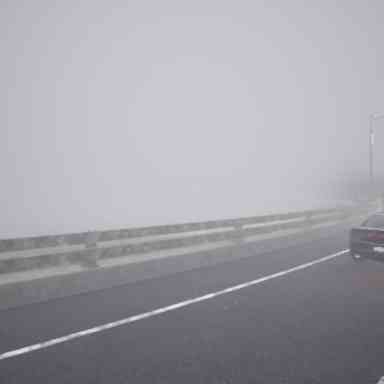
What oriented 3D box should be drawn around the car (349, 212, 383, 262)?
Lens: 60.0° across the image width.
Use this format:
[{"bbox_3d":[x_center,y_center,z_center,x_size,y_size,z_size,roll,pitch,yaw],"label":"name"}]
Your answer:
[{"bbox_3d":[6.728,1.360,10.647,1.882,1.535,5.008,1,1,44],"label":"car"}]
